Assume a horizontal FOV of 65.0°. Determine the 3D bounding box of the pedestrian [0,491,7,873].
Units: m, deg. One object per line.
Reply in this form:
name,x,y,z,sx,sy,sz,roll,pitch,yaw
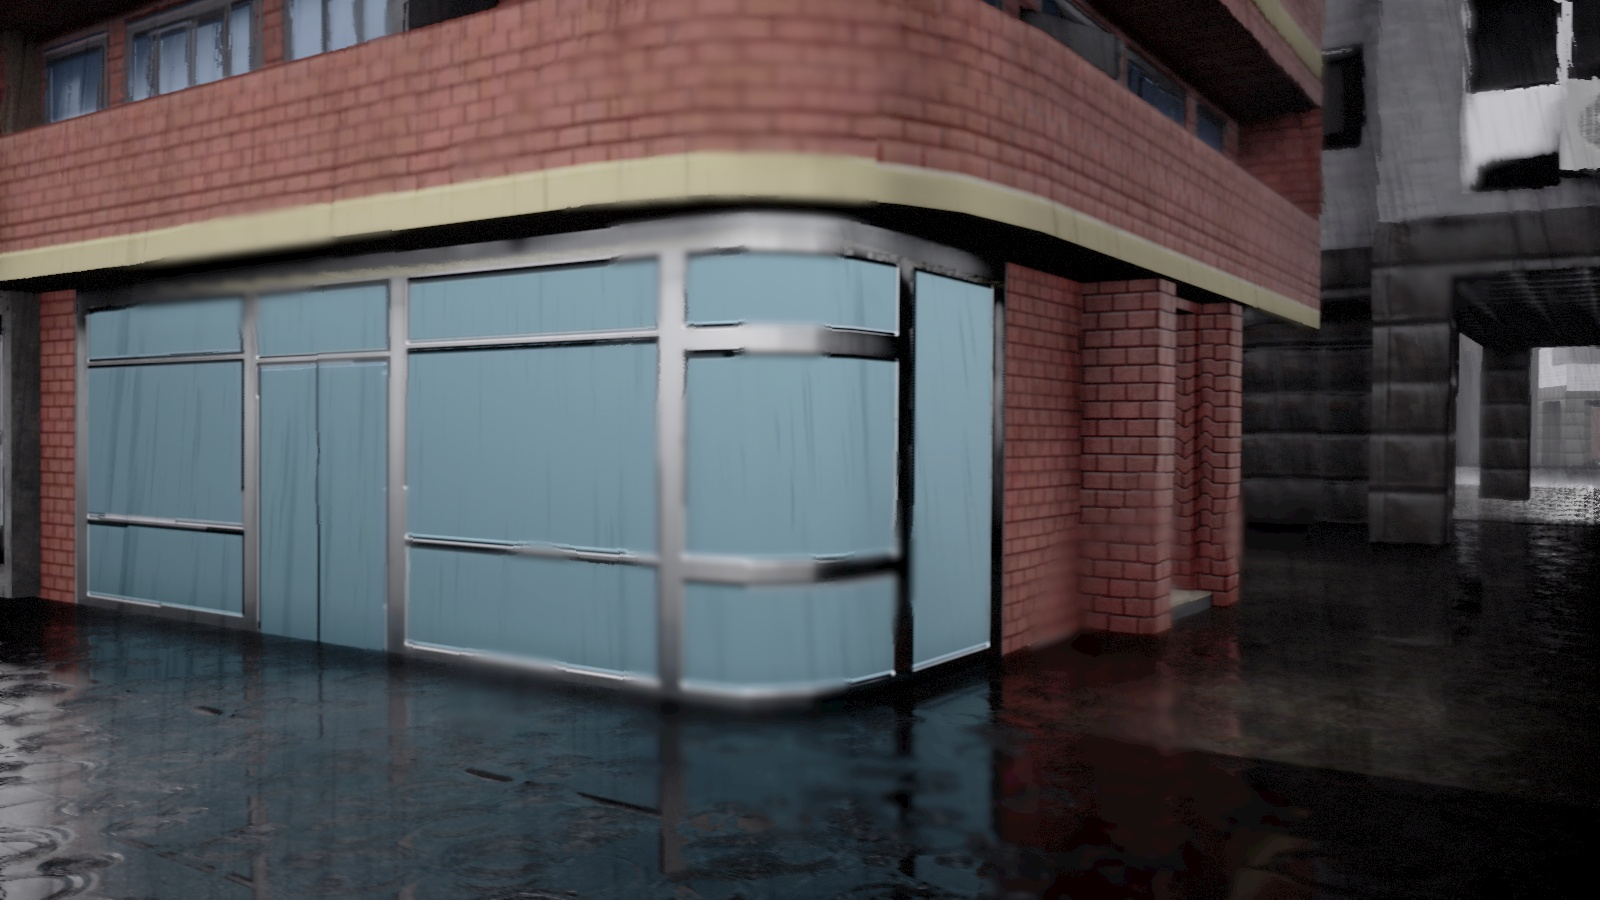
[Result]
pedestrian,-2.903,0.417,3.907,0.706,1.836,0.354,-1,1,-33
